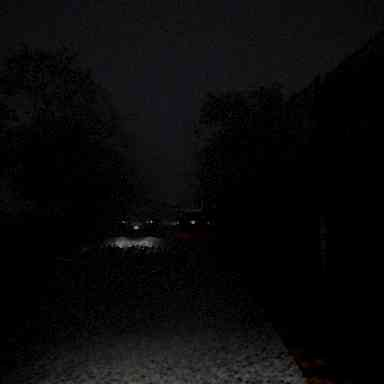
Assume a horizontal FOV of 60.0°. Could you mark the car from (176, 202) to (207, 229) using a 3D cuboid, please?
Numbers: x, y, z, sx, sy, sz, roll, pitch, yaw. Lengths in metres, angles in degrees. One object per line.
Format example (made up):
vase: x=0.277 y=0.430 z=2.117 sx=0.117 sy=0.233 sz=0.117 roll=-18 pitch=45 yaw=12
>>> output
car: x=0.061 y=1.658 z=22.408 sx=1.812 sy=1.442 sz=4.674 roll=0 pitch=-1 yaw=0

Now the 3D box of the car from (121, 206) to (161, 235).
car: x=-2.880 y=1.593 z=19.580 sx=2.128 sy=1.511 sz=4.902 roll=0 pitch=-1 yaw=0

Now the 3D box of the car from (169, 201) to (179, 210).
car: x=-3.058 y=2.403 z=60.105 sx=1.882 sy=1.535 sz=5.008 roll=0 pitch=-2 yaw=0

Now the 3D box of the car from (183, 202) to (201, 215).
car: x=-0.023 y=1.978 z=40.857 sx=2.033 sy=1.411 sz=5.357 roll=0 pitch=-1 yaw=0
